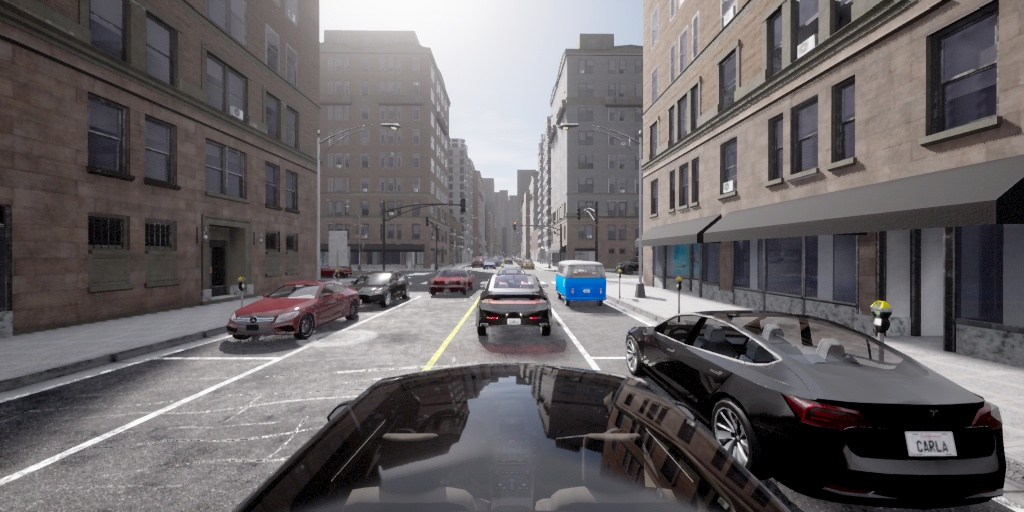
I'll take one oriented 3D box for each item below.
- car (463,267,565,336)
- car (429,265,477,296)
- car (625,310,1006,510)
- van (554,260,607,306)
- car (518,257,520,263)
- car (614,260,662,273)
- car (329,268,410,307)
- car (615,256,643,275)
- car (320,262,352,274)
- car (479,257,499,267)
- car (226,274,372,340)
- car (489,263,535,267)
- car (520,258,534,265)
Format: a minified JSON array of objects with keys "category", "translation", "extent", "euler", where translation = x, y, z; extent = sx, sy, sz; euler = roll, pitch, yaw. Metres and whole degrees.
[{"category":"car","translation":[0.057,1.241,10.388],"extent":[2.128,1.511,4.902],"euler":[0,0,0]},{"category":"car","translation":[-3.133,1.350,19.396],"extent":[1.895,1.301,4.718],"euler":[0,0,0]},{"category":"car","translation":[2.852,1.316,4.522],"extent":[1.948,1.339,4.313],"euler":[0,0,0]},{"category":"van","translation":[2.831,1.090,15.419],"extent":[1.690,1.789,3.998],"euler":[0,0,0]},{"category":"car","translation":[2.462,1.179,60.133],"extent":[1.967,1.591,4.097],"euler":[0,0,-1]},{"category":"car","translation":[14.726,1.211,42.081],"extent":[5.008,1.535,1.882],"euler":[0,0,-1]},{"category":"car","translation":[-5.694,1.315,15.393],"extent":[1.948,1.339,4.313],"euler":[0,0,0]},{"category":"car","translation":[14.107,0.963,38.823],"extent":[5.566,2.045,2.150],"euler":[0,0,-1]},{"category":"car","translation":[-16.657,1.339,31.695],"extent":[4.718,1.301,1.895],"euler":[0,0,-1]},{"category":"car","translation":[-3.410,1.289,54.939],"extent":[2.033,1.411,5.357],"euler":[0,0,-1]},{"category":"car","translation":[-5.683,1.332,9.942],"extent":[1.802,1.307,4.207],"euler":[0,0,0]},{"category":"car","translation":[-0.034,1.297,20.131],"extent":[2.033,1.411,5.357],"euler":[0,0,0]},{"category":"car","translation":[2.546,1.267,54.778],"extent":[1.751,1.417,4.829],"euler":[0,0,-1]}]
